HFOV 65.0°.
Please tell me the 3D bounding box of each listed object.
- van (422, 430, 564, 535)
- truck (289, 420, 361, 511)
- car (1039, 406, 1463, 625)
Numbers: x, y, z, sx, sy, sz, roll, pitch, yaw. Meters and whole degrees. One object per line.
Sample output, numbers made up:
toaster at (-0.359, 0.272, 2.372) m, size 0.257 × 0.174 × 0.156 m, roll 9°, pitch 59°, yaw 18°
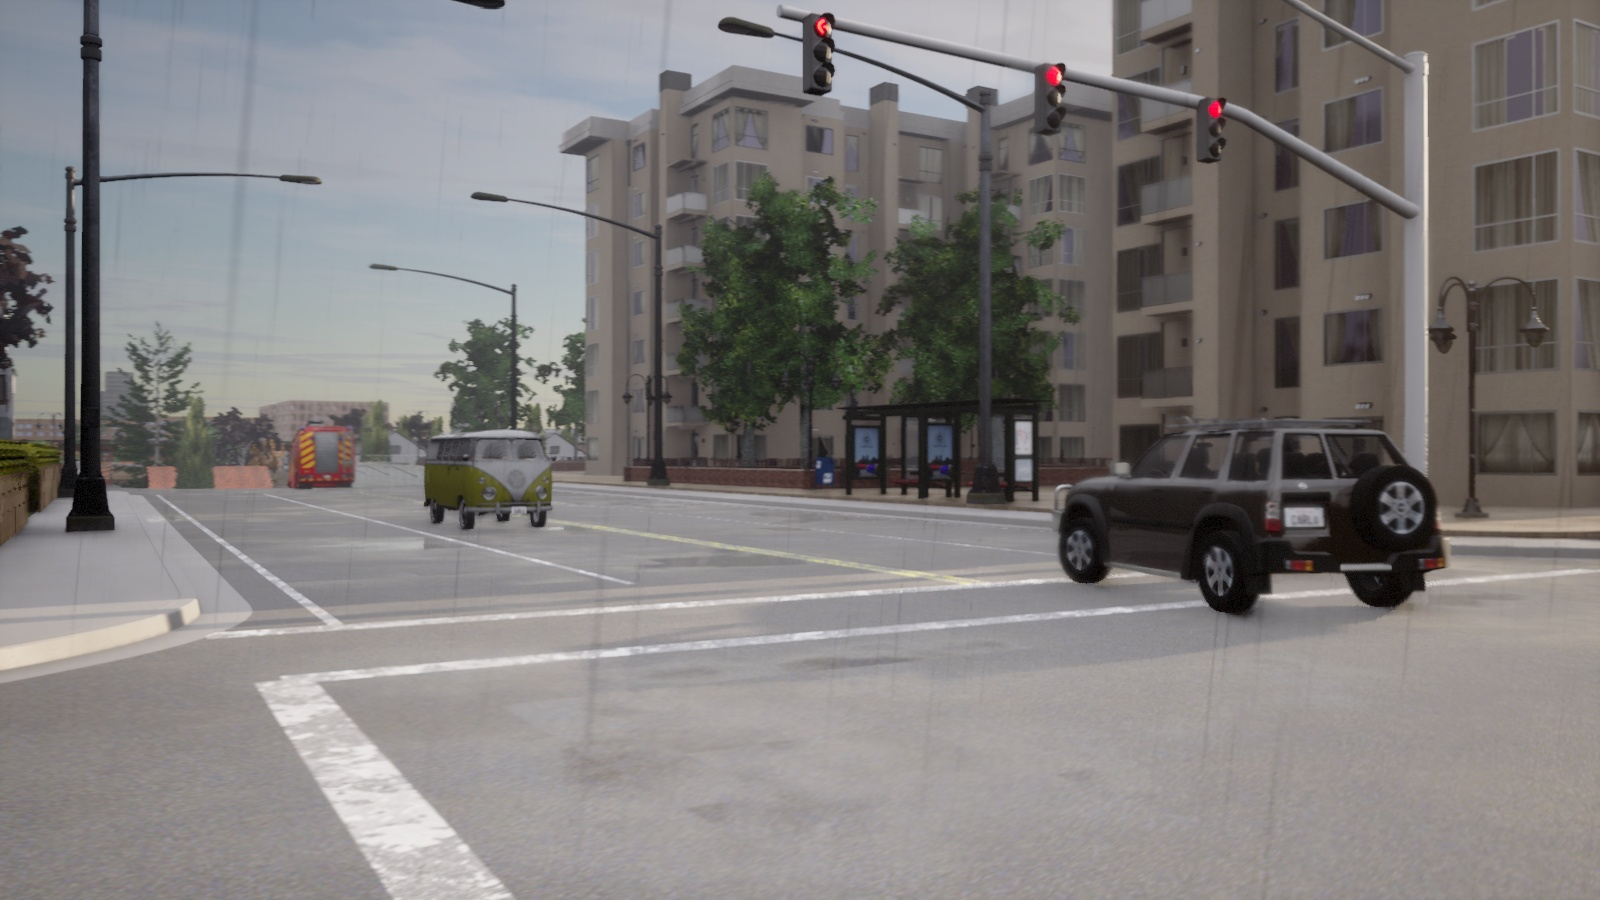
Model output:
van at (-6.482, 0.623, 26.182) m, size 1.775 × 1.987 × 4.442 m, roll 0°, pitch 0°, yaw -29°
truck at (-26.804, 0.959, 70.560) m, size 2.891 × 3.827 × 8.468 m, roll -1°, pitch -9°, yaw -26°
car at (4.374, 0.584, 13.123) m, size 1.932 × 1.855 × 4.605 m, roll 0°, pitch -1°, yaw -14°
